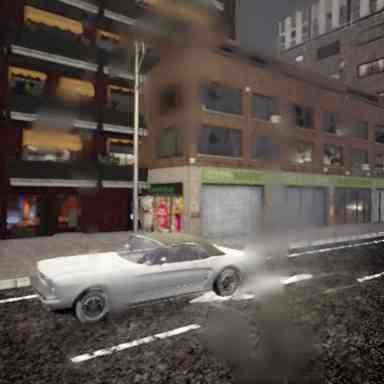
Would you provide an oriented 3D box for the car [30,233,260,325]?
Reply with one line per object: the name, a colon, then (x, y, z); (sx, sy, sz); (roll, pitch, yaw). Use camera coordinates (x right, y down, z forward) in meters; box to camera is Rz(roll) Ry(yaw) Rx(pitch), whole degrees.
car: (-0.847, 1.613, 7.187); (4.718, 1.301, 1.895); (1, 0, -33)
